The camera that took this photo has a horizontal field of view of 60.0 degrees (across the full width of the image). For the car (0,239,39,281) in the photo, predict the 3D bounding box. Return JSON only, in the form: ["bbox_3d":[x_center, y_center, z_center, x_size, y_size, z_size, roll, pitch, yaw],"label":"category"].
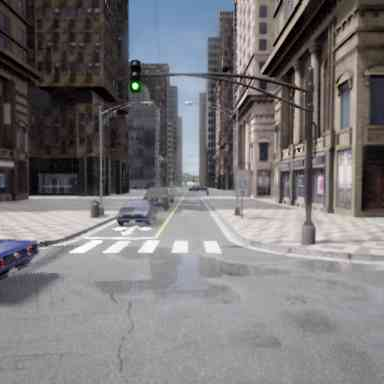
[{"bbox_3d":[-5.911,1.355,6.873,4.718,1.301,1.895,0,2,0],"label":"car"}]

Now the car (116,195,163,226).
[{"bbox_3d":[-3.149,1.122,20.124,2.033,1.411,5.357,0,1,0],"label":"car"}]

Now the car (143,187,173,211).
[{"bbox_3d":[-3.165,0.567,30.661,2.150,2.045,5.566,0,2,-1],"label":"car"}]

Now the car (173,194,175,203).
[{"bbox_3d":[-3.166,0.643,41.402,1.812,1.442,4.674,0,1,0],"label":"car"}]
